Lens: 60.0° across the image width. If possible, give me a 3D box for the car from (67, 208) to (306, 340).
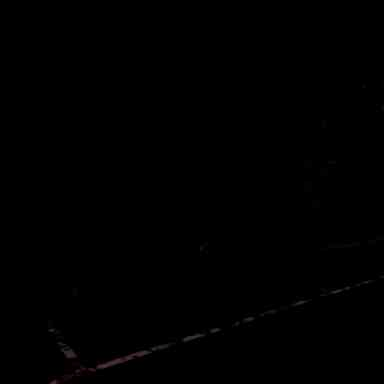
[{"bbox_3d":[0.207,1.297,6.711,5.009,1.841,2.192,0,0,-36],"label":"car"}]
